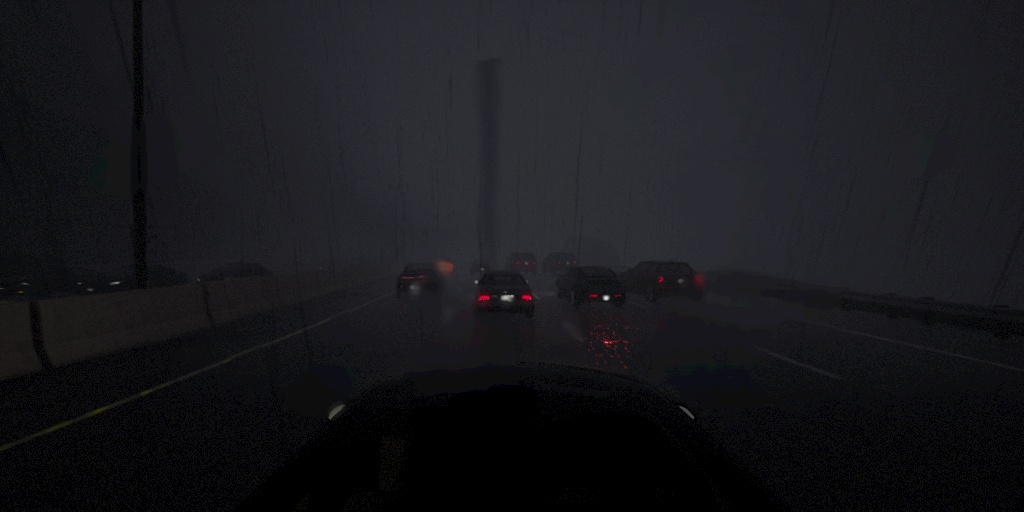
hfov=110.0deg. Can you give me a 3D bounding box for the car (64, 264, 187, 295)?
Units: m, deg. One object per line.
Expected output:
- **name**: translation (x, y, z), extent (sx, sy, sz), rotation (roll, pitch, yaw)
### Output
- **car**: translation (-18.559, 1.162, 17.886), extent (1.812, 1.442, 4.674), rotation (0, 1, -6)

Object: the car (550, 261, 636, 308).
- **car**: translation (2.994, 1.134, 14.448), extent (1.837, 1.490, 4.892), rotation (0, 0, -4)

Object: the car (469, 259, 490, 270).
- **car**: translation (-3.077, 0.984, 34.426), extent (1.812, 1.442, 4.674), rotation (0, 1, -10)

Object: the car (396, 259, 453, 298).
- **car**: translation (-4.256, 1.107, 17.339), extent (2.128, 1.511, 4.902), rotation (0, 1, -5)

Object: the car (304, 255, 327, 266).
- **car**: translation (-30.872, 0.657, 56.885), extent (2.097, 1.767, 4.553), rotation (0, 1, -19)

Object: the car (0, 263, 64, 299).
- **car**: translation (-22.017, 1.212, 17.272), extent (1.994, 1.385, 4.181), rotation (0, 1, -6)

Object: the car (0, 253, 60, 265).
- **car**: translation (-25.516, 0.875, 17.392), extent (2.150, 2.045, 5.566), rotation (0, 1, -6)

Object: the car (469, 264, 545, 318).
- **car**: translation (-0.338, 1.200, 12.553), extent (2.033, 1.411, 5.357), rotation (0, 1, -4)

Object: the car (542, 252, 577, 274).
- **car**: translation (4.302, 0.680, 33.014), extent (2.150, 2.045, 5.566), rotation (0, 1, -9)

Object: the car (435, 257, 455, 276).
- **car**: translation (-6.393, 0.829, 33.034), extent (2.097, 1.767, 4.553), rotation (0, 1, -10)

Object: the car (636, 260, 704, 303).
- **car**: translation (6.385, 0.961, 15.953), extent (2.097, 1.767, 4.553), rotation (0, 1, -4)

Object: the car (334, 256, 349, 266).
- **car**: translation (-27.458, 0.784, 57.761), extent (2.128, 1.511, 4.902), rotation (0, 1, -19)

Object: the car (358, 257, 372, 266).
- **car**: translation (-24.330, 0.817, 59.495), extent (2.033, 1.411, 5.357), rotation (0, 1, -19)

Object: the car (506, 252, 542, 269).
- **car**: translation (0.776, 0.687, 32.875), extent (2.150, 2.045, 5.566), rotation (0, 1, -9)

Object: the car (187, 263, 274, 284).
- **car**: translation (-15.284, 1.136, 20.132), extent (1.812, 1.442, 4.674), rotation (0, 1, -7)
